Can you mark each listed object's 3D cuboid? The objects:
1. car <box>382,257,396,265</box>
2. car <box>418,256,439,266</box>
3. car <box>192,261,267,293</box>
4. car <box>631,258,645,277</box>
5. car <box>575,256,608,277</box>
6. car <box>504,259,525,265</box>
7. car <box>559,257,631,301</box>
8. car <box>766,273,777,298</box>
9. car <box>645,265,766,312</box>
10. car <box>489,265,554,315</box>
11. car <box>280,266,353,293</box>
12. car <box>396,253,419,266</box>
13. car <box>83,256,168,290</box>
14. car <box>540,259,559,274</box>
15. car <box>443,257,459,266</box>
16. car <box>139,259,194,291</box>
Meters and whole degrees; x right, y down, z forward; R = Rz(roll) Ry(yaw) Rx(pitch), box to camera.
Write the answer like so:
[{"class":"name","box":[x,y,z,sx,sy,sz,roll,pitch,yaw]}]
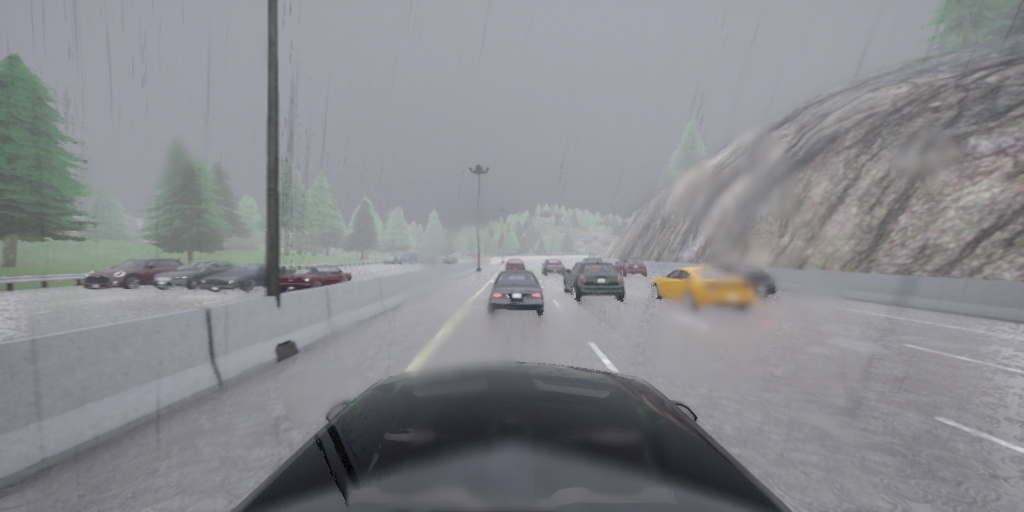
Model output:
[{"class":"car","box":[-20.628,0.820,61.465,1.812,1.442,4.674,0,0,2]},{"class":"car","box":[-13.666,0.925,60.068,1.895,1.301,4.718,0,0,1]},{"class":"car","box":[-14.005,1.138,19.642,2.033,1.411,5.357,0,0,0]},{"class":"car","box":[10.777,0.924,33.269,2.097,1.767,4.553,0,0,0]},{"class":"car","box":[7.277,0.914,33.272,2.097,1.767,4.553,0,0,0]},{"class":"car","box":[0.288,1.007,35.126,1.882,1.535,5.008,0,0,0]},{"class":"car","box":[3.677,1.012,16.821,2.097,1.767,4.553,0,0,0]},{"class":"car","box":[10.683,1.179,17.689,1.837,1.490,4.892,0,0,0]},{"class":"car","box":[7.160,1.166,14.034,1.882,1.535,5.008,0,0,0]},{"class":"car","box":[0.156,1.221,13.230,2.033,1.411,5.357,0,0,0]},{"class":"car","box":[-10.507,1.204,19.297,1.895,1.301,4.718,0,0,0]},{"class":"car","box":[-17.150,0.540,60.640,2.150,2.045,5.566,0,0,2]},{"class":"car","box":[-20.998,0.918,20.356,2.097,1.767,4.553,0,0,0]},{"class":"car","box":[3.779,1.041,33.572,2.128,1.511,4.902,0,0,0]},{"class":"car","box":[-10.176,0.883,59.887,2.033,1.411,5.357,0,0,2]},{"class":"car","box":[-17.499,1.067,20.419,2.128,1.511,4.902,0,0,0]}]
